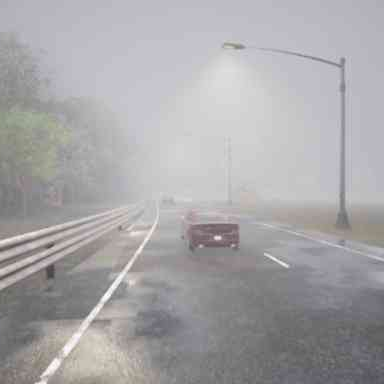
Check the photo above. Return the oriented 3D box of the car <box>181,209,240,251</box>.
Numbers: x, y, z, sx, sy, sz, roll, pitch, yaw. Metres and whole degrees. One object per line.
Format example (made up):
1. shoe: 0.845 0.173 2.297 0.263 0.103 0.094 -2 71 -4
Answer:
1. car: 0.629 1.448 14.055 1.882 1.535 5.008 0 0 -6

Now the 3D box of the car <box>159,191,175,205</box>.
1. car: -4.013 1.196 55.146 2.097 1.767 4.553 0 0 -6

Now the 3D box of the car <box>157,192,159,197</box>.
1. car: -7.943 1.244 89.929 2.128 1.511 4.902 0 0 -6
